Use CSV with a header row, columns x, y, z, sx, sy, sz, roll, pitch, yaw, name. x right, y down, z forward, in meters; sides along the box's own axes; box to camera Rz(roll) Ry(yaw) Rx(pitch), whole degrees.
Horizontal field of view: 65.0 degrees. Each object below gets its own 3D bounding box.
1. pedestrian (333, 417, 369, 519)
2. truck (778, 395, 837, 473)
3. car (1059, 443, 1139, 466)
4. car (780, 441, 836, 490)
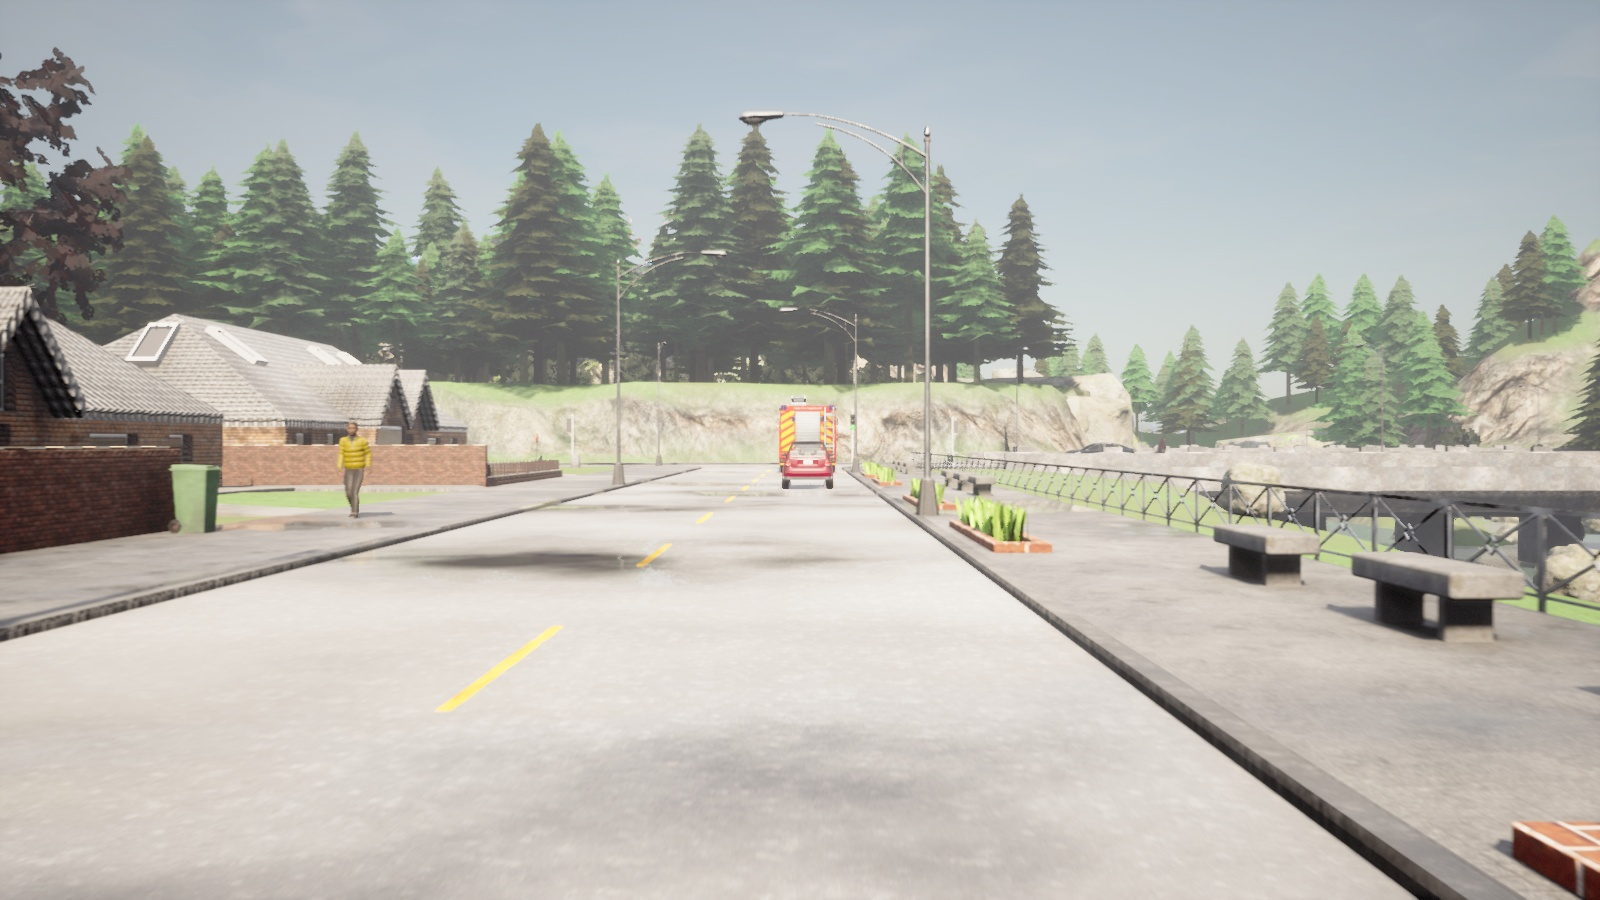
x,y,z,sx,sy,sz,roll,pitch,yaw,name
-8.238,0.320,23.040,0.431,1.840,0.709,0,0,-2,pedestrian
0.395,-0.789,65.814,2.891,3.827,8.468,0,0,0,truck
20.047,0.293,84.260,4.892,1.490,1.837,0,0,0,car
0.259,0.487,42.291,1.789,1.549,3.705,0,0,0,car
